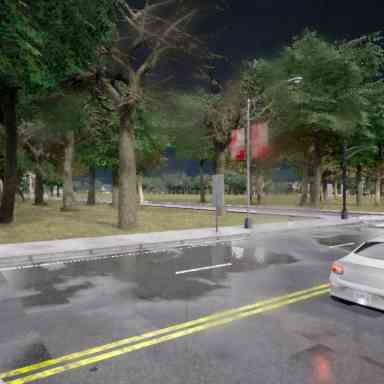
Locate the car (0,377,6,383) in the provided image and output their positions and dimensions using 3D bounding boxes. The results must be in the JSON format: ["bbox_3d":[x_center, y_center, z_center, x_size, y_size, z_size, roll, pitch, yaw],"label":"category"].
[{"bbox_3d":[-3.238,1.526,1.140,4.674,1.442,1.812,0,0,-35],"label":"car"}]

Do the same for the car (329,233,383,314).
[{"bbox_3d":[4.650,1.526,6.739,4.674,1.442,1.812,0,0,-35],"label":"car"}]
